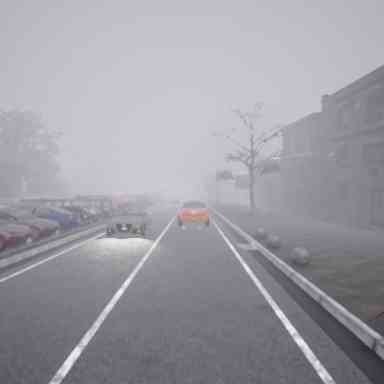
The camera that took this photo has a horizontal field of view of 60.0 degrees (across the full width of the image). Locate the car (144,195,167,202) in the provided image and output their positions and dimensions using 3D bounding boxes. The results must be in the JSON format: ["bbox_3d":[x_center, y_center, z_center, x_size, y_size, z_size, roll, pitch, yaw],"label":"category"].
[{"bbox_3d":[-8.706,1.549,80.502,5.366,1.575,1.946,0,0,0],"label":"car"}]

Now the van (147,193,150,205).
[{"bbox_3d":[-9.001,1.382,49.657,4.442,1.987,1.878,0,0,0],"label":"van"}]

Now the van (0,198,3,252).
[{"bbox_3d":[-8.758,1.268,10.411,4.442,1.987,1.878,0,0,0],"label":"van"}]

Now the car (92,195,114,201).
[{"bbox_3d":[-21.978,1.544,82.432,4.892,1.521,2.231,0,0,0],"label":"car"}]

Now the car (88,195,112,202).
[{"bbox_3d":[-21.976,1.556,79.657,5.008,1.535,2.097,0,0,0],"label":"car"}]

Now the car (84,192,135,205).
[{"bbox_3d":[-8.852,1.308,32.837,5.566,2.045,2.435,0,0,0],"label":"car"}]

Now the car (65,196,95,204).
[{"bbox_3d":[-22.152,1.615,65.775,5.366,1.575,1.946,0,0,0],"label":"car"}]

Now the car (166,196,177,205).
[{"bbox_3d":[-3.217,1.614,61.434,1.837,1.490,4.892,0,0,1],"label":"car"}]

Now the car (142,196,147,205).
[{"bbox_3d":[-8.876,1.592,44.049,4.892,1.521,2.231,0,0,0],"label":"car"}]

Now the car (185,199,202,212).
[{"bbox_3d":[0.147,1.651,42.163,2.033,1.411,5.357,0,0,0],"label":"car"}]

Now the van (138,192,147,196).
[{"bbox_3d":[-9.000,1.374,46.854,4.442,1.987,1.878,0,0,0],"label":"van"}]

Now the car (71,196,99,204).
[{"bbox_3d":[-21.963,1.609,68.553,5.008,1.535,2.097,0,0,0],"label":"car"}]

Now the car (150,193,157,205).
[{"bbox_3d":[-8.857,1.364,52.461,5.566,2.045,2.435,0,0,0],"label":"car"}]

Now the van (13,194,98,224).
[{"bbox_3d":[-8.761,1.301,21.624,4.442,1.987,1.878,0,0,0],"label":"van"}]

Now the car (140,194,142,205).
[{"bbox_3d":[-8.913,1.458,41.247,4.553,1.767,2.185,0,0,0],"label":"car"}]

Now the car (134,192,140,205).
[{"bbox_3d":[-8.852,1.316,35.640,5.566,2.045,2.435,0,0,0],"label":"car"}]

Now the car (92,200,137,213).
[{"bbox_3d":[-8.879,1.615,38.443,4.674,1.452,2.002,0,0,0],"label":"car"}]

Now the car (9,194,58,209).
[{"bbox_3d":[-21.992,1.347,46.342,5.566,2.045,2.435,0,0,0],"label":"car"}]

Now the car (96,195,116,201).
[{"bbox_3d":[-22.001,1.558,85.207,4.792,1.488,2.163,0,0,0],"label":"car"}]

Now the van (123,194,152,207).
[{"bbox_3d":[-9.002,1.398,55.262,4.442,1.987,1.878,0,0,0],"label":"van"}]

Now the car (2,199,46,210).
[{"bbox_3d":[-21.934,1.620,43.566,4.792,1.488,2.163,0,0,0],"label":"car"}]

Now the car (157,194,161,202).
[{"bbox_3d":[-8.917,1.654,63.680,4.792,1.488,2.163,0,0,0],"label":"car"}]

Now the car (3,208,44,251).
[{"bbox_3d":[-8.846,1.532,13.214,4.792,1.488,2.163,0,0,0],"label":"car"}]

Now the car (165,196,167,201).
[{"bbox_3d":[-8.893,1.606,77.699,4.674,1.452,2.002,0,0,0],"label":"car"}]

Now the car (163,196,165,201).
[{"bbox_3d":[-8.884,1.594,72.092,5.008,1.535,2.097,0,0,0],"label":"car"}]

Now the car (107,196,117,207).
[{"bbox_3d":[-8.847,1.417,27.230,4.553,1.767,2.185,0,0,0],"label":"car"}]

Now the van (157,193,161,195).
[{"bbox_3d":[-9.005,1.389,66.482,4.442,1.987,1.878,0,0,0],"label":"van"}]

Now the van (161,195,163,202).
[{"bbox_3d":[-8.772,1.381,69.284,4.442,1.987,1.878,0,0,0],"label":"van"}]

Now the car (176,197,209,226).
[{"bbox_3d":[0.126,1.412,24.186,2.097,1.767,4.553,0,0,0],"label":"car"}]

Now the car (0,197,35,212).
[{"bbox_3d":[-21.993,1.456,40.789,4.553,1.767,2.185,0,0,0],"label":"car"}]

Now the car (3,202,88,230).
[{"bbox_3d":[-8.871,1.518,18.820,5.008,1.535,2.097,0,0,0],"label":"car"}]

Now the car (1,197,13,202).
[{"bbox_3d":[-21.775,1.563,35.239,5.366,1.575,1.946,0,0,0],"label":"car"}]

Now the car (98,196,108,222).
[{"bbox_3d":[-8.909,1.409,24.427,4.553,1.767,2.185,0,0,0],"label":"car"}]

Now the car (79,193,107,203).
[{"bbox_3d":[-21.941,1.333,74.104,5.566,2.045,2.435,0,0,0],"label":"car"}]

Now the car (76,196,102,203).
[{"bbox_3d":[-21.963,1.599,71.331,4.892,1.521,2.231,0,0,0],"label":"car"}]

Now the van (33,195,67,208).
[{"bbox_3d":[-22.081,1.388,51.893,4.442,1.987,1.878,0,0,0],"label":"van"}]

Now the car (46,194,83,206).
[{"bbox_3d":[-21.937,1.374,57.446,5.566,2.045,2.435,0,0,0],"label":"car"}]

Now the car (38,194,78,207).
[{"bbox_3d":[-21.993,1.371,54.669,5.566,2.045,2.435,0,0,0],"label":"car"}]

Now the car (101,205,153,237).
[{"bbox_3d":[-3.328,1.607,18.276,1.994,1.385,4.181,0,0,0],"label":"car"}]

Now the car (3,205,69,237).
[{"bbox_3d":[-8.847,1.540,16.017,4.792,1.488,2.163,0,0,0],"label":"car"}]

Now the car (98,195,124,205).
[{"bbox_3d":[-8.848,1.425,30.034,4.553,1.767,2.185,0,0,0],"label":"car"}]

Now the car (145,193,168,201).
[{"bbox_3d":[-8.864,1.287,83.304,5.566,2.045,2.435,0,0,0],"label":"car"}]

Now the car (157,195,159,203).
[{"bbox_3d":[-8.884,1.666,60.872,4.674,1.452,2.002,0,0,0],"label":"car"}]

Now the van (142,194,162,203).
[{"bbox_3d":[-9.007,1.354,74.894,4.442,1.987,1.878,0,0,0],"label":"van"}]
